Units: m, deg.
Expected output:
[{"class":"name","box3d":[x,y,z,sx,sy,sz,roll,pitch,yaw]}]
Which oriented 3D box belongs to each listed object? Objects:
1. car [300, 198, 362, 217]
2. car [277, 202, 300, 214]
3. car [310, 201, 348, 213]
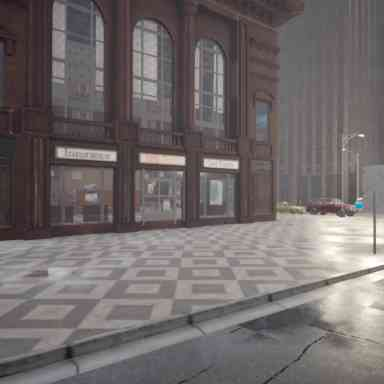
[{"class":"car","box3d":[13.953,1.523,33.598,2.192,1.841,5.009,0,0,-35]},{"class":"car","box3d":[10.809,1.800,38.052,1.752,1.417,4.829,0,0,-35]},{"class":"car","box3d":[17.670,1.899,43.116,1.802,1.307,4.206,-1,0,-35]}]
